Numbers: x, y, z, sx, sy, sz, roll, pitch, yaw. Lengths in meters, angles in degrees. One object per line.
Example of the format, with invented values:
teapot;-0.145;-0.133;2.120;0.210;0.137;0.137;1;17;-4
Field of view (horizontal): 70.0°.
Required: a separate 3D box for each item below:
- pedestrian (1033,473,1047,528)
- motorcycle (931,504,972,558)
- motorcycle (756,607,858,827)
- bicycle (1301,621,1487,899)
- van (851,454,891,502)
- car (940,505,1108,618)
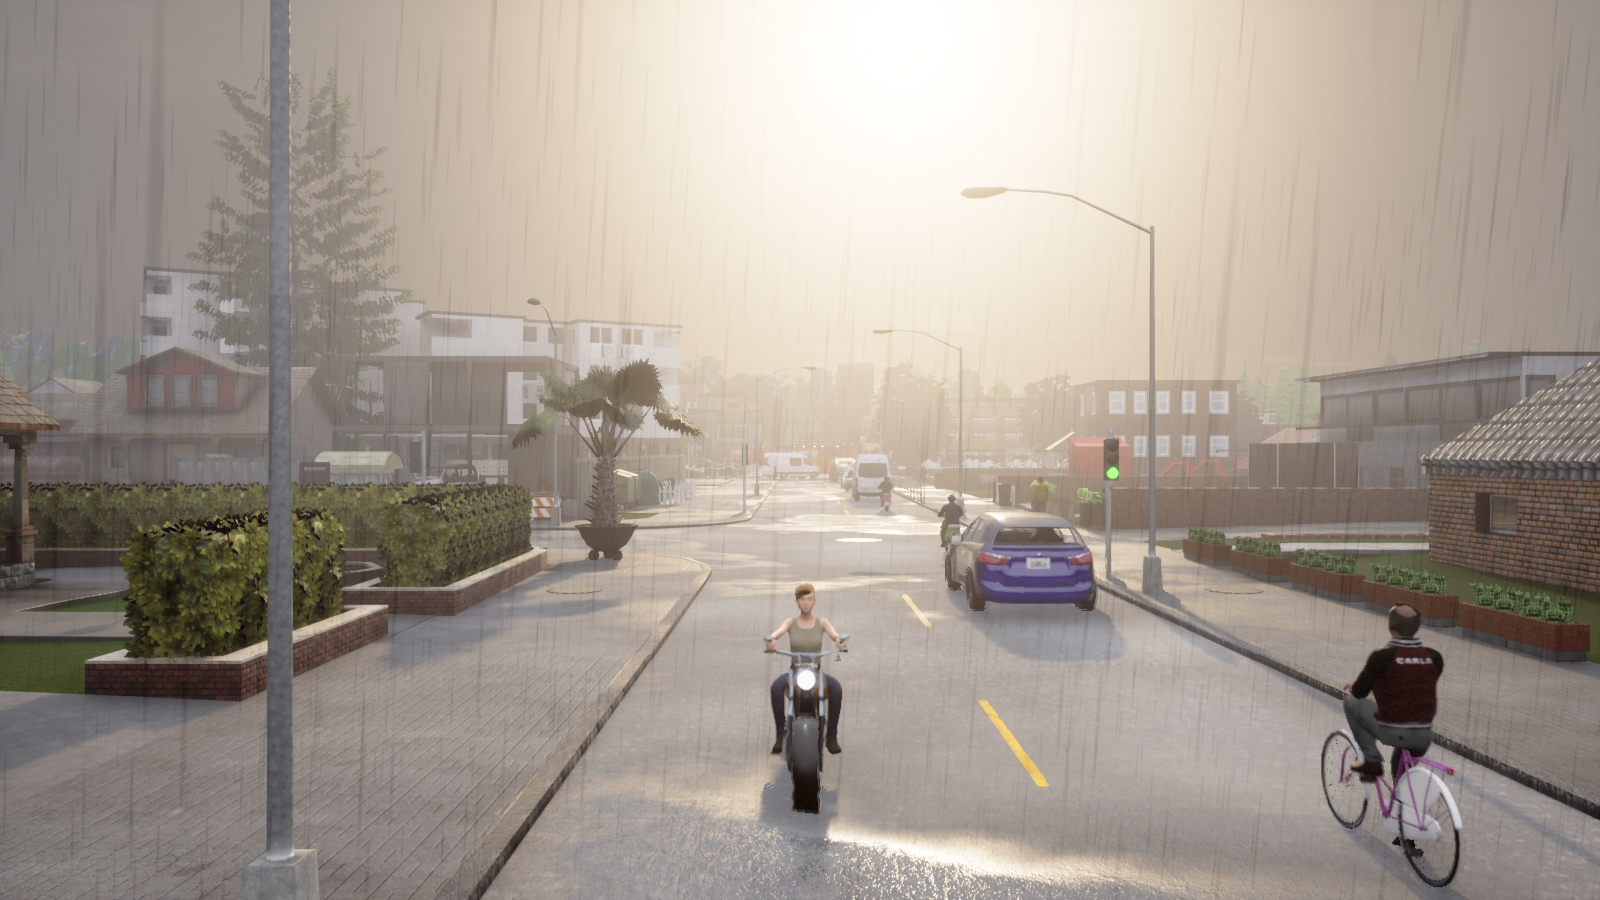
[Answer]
pedestrian;8.331;1.744;39.612;0.375;1.860;0.375;0;0;-4
motorcycle;4.026;2.142;30.498;0.856;1.316;1.805;0;0;0
motorcycle;0.060;2.155;9.706;0.764;1.307;2.356;0;0;0
bicycle;4.046;2.060;7.923;0.329;1.471;1.835;0;0;0
van;4.006;1.535;65.112;1.988;2.561;5.915;0;0;1
car;4.027;1.967;21.413;2.242;1.667;4.611;0;0;0
